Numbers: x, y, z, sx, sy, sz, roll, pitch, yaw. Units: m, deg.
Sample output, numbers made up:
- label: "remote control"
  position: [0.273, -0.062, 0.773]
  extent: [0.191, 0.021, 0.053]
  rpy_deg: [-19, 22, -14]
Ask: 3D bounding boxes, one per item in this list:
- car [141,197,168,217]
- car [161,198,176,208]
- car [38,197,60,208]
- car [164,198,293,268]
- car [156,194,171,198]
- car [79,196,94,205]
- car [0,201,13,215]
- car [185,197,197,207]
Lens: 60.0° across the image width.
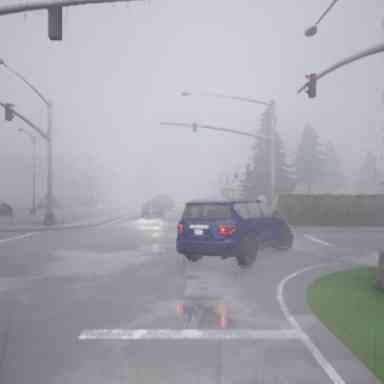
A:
- label: "car"
  position: [-3.669, 1.560, 31.980]
  extent: [2.128, 1.511, 4.902]
  rpy_deg: [0, 0, 0]
- label: "car"
  position: [-3.655, 1.674, 52.059]
  extent: [1.994, 1.385, 4.181]
  rpy_deg: [0, 0, 0]
- label: "car"
  position: [-20.616, 1.488, 47.999]
  extent: [1.970, 1.475, 3.806]
  rpy_deg: [0, 0, 0]
- label: "car"
  position: [1.675, 1.248, 11.795]
  extent: [2.150, 2.045, 5.566]
  rpy_deg: [-3, -1, 33]
- label: "car"
  position: [-3.685, 1.310, 41.953]
  extent: [2.150, 2.045, 5.566]
  rpy_deg: [0, 0, 0]
- label: "car"
  position: [-17.580, 1.493, 55.397]
  extent: [1.845, 1.501, 3.633]
  rpy_deg: [0, 0, 0]
- label: "car"
  position: [-17.767, 1.404, 29.364]
  extent: [2.007, 1.523, 4.514]
  rpy_deg: [0, 0, 0]
- label: "car"
  position: [-0.120, 1.639, 53.584]
  extent: [1.812, 1.442, 4.674]
  rpy_deg: [0, 0, 0]
